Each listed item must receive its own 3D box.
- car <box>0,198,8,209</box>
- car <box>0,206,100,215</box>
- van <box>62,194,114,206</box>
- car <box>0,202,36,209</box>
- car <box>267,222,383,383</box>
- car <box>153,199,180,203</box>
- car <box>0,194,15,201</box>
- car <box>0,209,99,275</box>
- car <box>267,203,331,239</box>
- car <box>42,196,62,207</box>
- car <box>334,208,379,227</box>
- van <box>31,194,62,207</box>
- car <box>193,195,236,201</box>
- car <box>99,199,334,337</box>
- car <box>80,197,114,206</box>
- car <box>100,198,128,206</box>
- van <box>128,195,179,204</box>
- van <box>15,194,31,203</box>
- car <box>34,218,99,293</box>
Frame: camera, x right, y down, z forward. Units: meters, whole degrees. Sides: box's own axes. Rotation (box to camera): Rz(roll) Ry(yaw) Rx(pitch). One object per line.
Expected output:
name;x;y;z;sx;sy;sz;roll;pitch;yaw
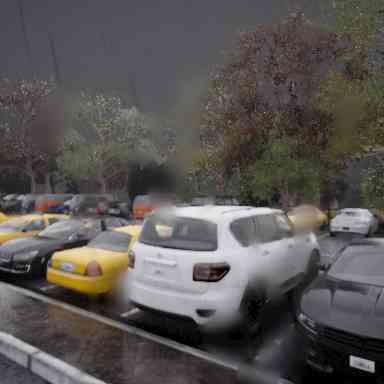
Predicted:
car;-27.248;1.534;43.889;2.002;1.452;4.674;0;0;36
car;-5.805;1.504;11.965;1.946;1.575;5.366;0;0;36
van;-9.255;1.222;30.713;1.878;1.987;4.442;0;0;36
car;-10.399;1.470;15.294;1.946;1.575;5.366;0;0;36
car;3.299;1.579;5.603;2.097;1.535;5.008;0;0;36
car;-0.255;1.512;24.290;2.163;1.488;4.792;0;0;36
car;-18.192;1.218;37.289;2.435;2.045;5.566;0;0;36
car;-3.445;1.526;10.491;2.231;1.521;4.892;0;0;36
car;6.381;1.533;19.287;1.946;1.575;5.366;0;0;36
car;-11.444;1.451;32.439;2.097;1.535;5.008;0;0;36
car;8.731;1.594;17.810;2.002;1.452;4.674;0;0;36
van;-13.622;1.231;34.155;1.878;1.987;4.442;0;0;36
car;2.022;1.249;22.710;2.435;2.045;5.566;0;0;36
car;1.066;1.310;7.250;2.435;2.045;5.566;0;0;36
car;-6.946;1.477;29.209;2.163;1.488;4.792;0;0;36
car;-4.809;1.483;27.660;2.163;1.488;4.792;0;0;36
van;-2.512;1.240;26.105;1.878;1.987;4.442;0;0;36
van;-16.002;1.237;35.592;1.878;1.987;4.442;0;0;36
car;-1.092;1.540;9.007;1.946;1.575;5.366;0;0;36
